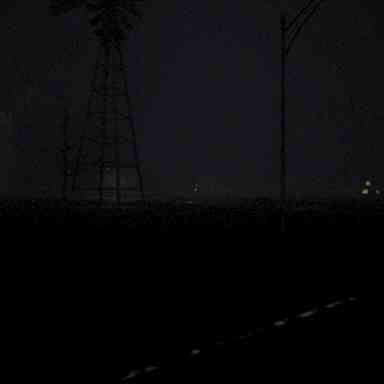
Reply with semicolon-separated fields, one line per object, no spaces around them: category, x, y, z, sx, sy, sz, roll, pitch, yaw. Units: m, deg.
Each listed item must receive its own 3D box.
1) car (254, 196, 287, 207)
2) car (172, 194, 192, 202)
car;10.597;1.267;45.139;2.128;1.511;4.902;1;1;-36
car;-1.913;1.087;62.213;1.994;1.385;4.181;1;0;-36
